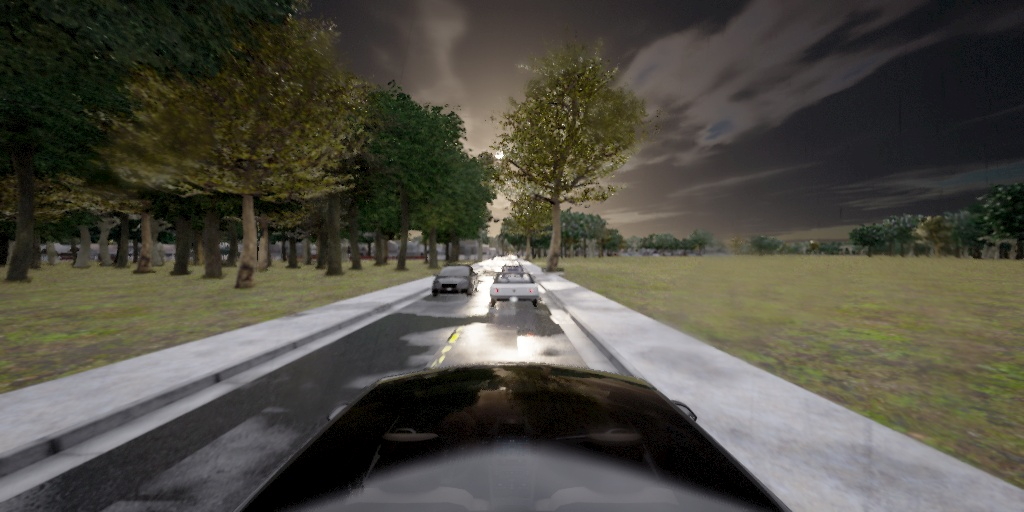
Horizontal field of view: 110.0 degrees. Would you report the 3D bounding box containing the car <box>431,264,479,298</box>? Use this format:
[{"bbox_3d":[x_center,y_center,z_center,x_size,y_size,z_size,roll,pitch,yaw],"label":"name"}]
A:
[{"bbox_3d":[-2.767,1.187,18.191,1.837,1.490,4.892,0,0,0],"label":"car"}]

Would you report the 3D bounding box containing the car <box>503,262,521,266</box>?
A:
[{"bbox_3d":[0.064,1.216,33.961,1.895,1.301,4.718,0,0,0],"label":"car"}]

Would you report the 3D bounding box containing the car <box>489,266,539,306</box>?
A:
[{"bbox_3d":[0.079,1.294,15.317,1.895,1.301,4.718,0,0,0],"label":"car"}]
